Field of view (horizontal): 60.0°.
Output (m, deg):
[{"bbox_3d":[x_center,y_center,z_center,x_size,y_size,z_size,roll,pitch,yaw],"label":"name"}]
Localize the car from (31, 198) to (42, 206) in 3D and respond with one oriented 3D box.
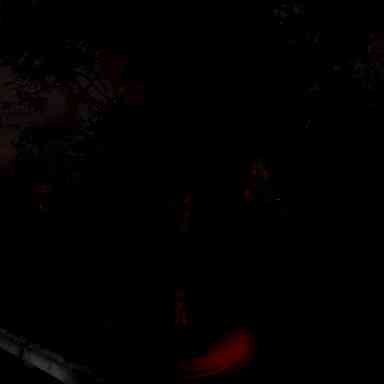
[{"bbox_3d":[-15.783,1.394,35.574,2.097,1.767,4.553,0,0,32],"label":"car"}]
